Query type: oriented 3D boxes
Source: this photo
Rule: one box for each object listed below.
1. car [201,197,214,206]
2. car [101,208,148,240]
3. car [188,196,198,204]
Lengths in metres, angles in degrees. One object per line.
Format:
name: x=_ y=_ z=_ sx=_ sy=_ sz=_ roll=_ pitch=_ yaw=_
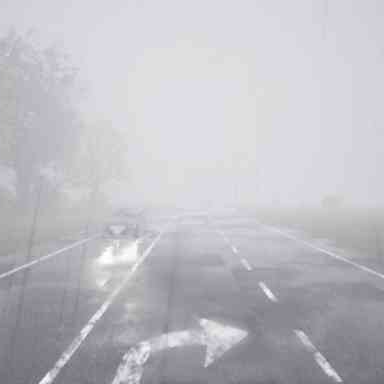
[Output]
car: x=3.476 y=2.036 z=68.965 sx=2.128 sy=1.511 sz=4.902 roll=0 pitch=0 yaw=0
car: x=-3.527 y=1.641 z=18.118 sx=2.128 sy=1.511 sz=4.902 roll=0 pitch=0 yaw=0
car: x=-0.031 y=2.178 z=85.373 sx=1.837 sy=1.490 sz=4.892 roll=0 pitch=0 yaw=0
